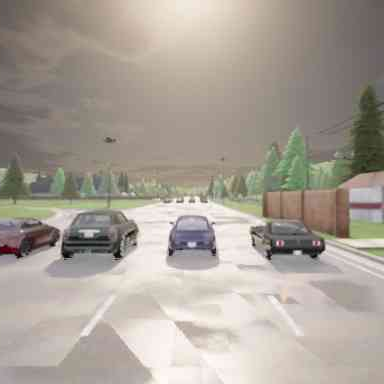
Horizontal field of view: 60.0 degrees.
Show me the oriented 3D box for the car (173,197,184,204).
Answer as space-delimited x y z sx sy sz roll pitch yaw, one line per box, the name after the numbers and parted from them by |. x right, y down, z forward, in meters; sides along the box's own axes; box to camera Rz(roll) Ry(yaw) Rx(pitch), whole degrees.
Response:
-3.493 2.554 94.071 2.128 1.511 4.902 0 -1 0 | car

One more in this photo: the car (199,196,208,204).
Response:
3.507 2.563 93.667 2.033 1.411 5.357 0 -1 0 | car

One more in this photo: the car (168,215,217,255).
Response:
0.023 1.679 13.883 1.812 1.442 4.674 0 0 0 | car

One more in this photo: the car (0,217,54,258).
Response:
-6.979 1.714 13.464 1.994 1.385 4.181 0 -1 0 | car

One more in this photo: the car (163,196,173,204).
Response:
-6.993 2.570 94.096 1.994 1.385 4.181 0 -1 0 | car

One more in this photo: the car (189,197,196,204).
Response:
0.007 2.556 94.444 1.812 1.442 4.674 0 -1 0 | car

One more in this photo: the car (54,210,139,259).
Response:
-3.480 1.499 13.412 2.097 1.767 4.553 0 -1 0 | car

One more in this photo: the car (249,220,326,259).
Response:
3.516 1.747 13.237 1.895 1.301 4.718 0 -1 0 | car
